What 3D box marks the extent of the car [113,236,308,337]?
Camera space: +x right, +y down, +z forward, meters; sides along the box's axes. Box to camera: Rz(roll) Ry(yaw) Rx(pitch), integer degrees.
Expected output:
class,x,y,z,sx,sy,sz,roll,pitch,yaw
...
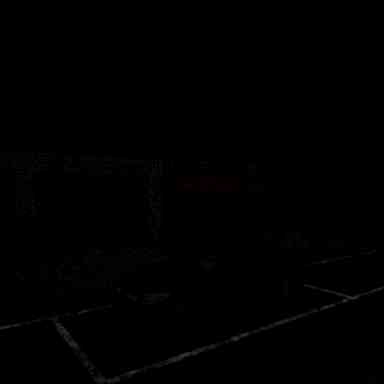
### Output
class,x,y,z,sx,sy,sz,roll,pitch,yaw
car,0.566,1.583,6.583,4.206,1.307,1.802,0,0,-35
